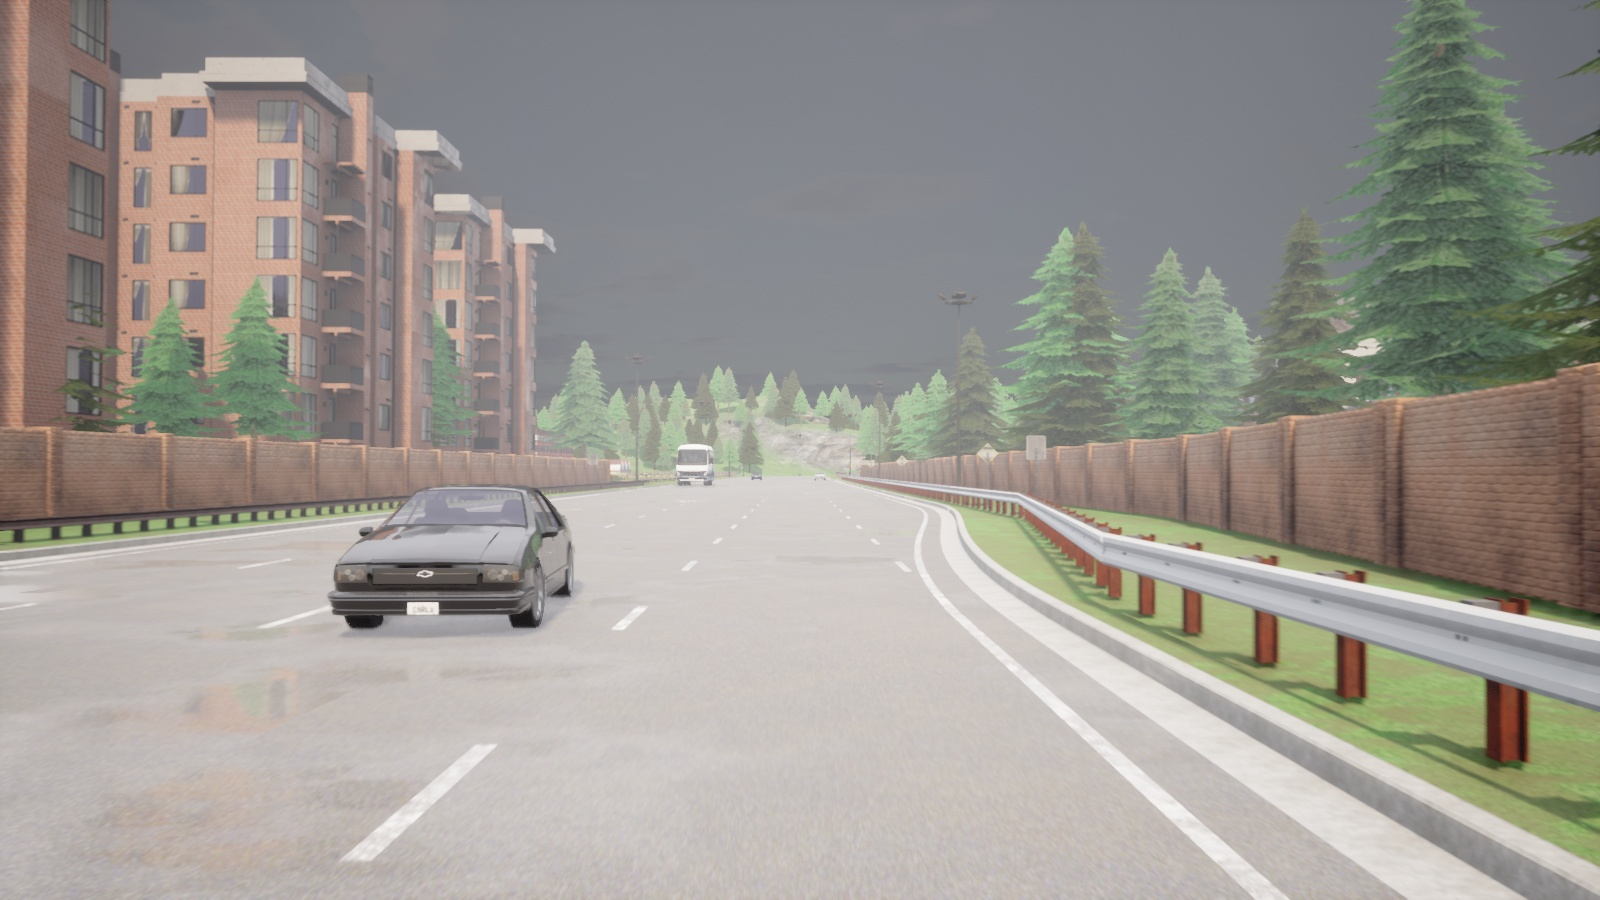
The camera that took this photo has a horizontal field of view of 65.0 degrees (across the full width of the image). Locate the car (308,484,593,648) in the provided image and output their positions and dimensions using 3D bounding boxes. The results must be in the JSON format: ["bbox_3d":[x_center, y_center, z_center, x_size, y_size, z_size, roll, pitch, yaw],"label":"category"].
[{"bbox_3d":[-3.580,1.111,13.990,2.033,1.411,5.357,0,-1,-4],"label":"car"}]
